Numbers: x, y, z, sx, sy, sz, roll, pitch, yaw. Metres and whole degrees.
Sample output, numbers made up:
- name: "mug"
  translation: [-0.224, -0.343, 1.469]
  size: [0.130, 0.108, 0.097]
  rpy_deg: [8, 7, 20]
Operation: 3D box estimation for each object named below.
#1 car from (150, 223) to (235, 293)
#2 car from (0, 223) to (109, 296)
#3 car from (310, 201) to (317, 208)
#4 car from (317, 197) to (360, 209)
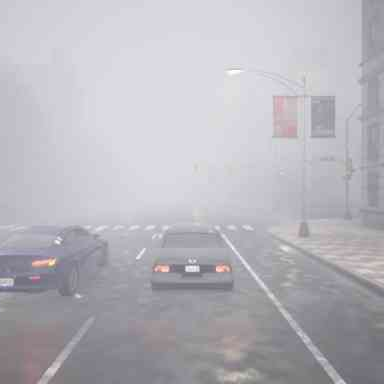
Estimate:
- name: "car"
  translation: [0.002, 1.545, 8.986]
  size: [2.033, 1.411, 5.357]
  rpy_deg: [0, 0, 0]
- name: "car"
  translation: [-3.496, 1.524, 8.536]
  size: [1.812, 1.442, 4.674]
  rpy_deg: [0, 0, 0]
- name: "car"
  translation: [19.011, 1.494, 46.242]
  size: [4.892, 1.490, 1.837]
  rpy_deg: [0, 0, 0]
- name: "car"
  translation: [19.033, 1.516, 42.749]
  size: [4.674, 1.442, 1.812]
  rpy_deg: [0, 0, 0]
